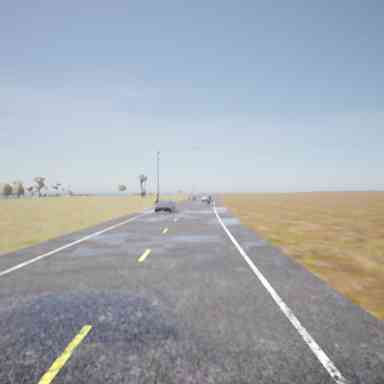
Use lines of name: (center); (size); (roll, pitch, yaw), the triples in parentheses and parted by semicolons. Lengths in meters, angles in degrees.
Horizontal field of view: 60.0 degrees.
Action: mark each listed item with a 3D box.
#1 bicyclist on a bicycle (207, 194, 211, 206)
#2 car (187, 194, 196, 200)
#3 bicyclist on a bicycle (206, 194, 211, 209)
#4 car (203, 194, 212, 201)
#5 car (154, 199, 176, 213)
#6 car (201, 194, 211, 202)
bicyclist on a bicycle: (2.639, 1.239, 51.703); (0.659, 1.776, 1.843); (0, 0, 4)
car: (0.019, 1.140, 77.447); (2.128, 1.511, 4.902); (0, 0, 4)
bicyclist on a bicycle: (2.074, 1.347, 41.848); (0.582, 1.620, 1.656); (0, 0, 3)
car: (3.781, 1.311, 81.019); (2.128, 1.511, 4.902); (0, 0, 4)
car: (-2.787, 1.458, 35.487); (2.033, 1.411, 5.357); (0, 0, 3)
car: (3.028, 1.415, 70.623); (1.895, 1.301, 4.718); (0, 0, 4)
